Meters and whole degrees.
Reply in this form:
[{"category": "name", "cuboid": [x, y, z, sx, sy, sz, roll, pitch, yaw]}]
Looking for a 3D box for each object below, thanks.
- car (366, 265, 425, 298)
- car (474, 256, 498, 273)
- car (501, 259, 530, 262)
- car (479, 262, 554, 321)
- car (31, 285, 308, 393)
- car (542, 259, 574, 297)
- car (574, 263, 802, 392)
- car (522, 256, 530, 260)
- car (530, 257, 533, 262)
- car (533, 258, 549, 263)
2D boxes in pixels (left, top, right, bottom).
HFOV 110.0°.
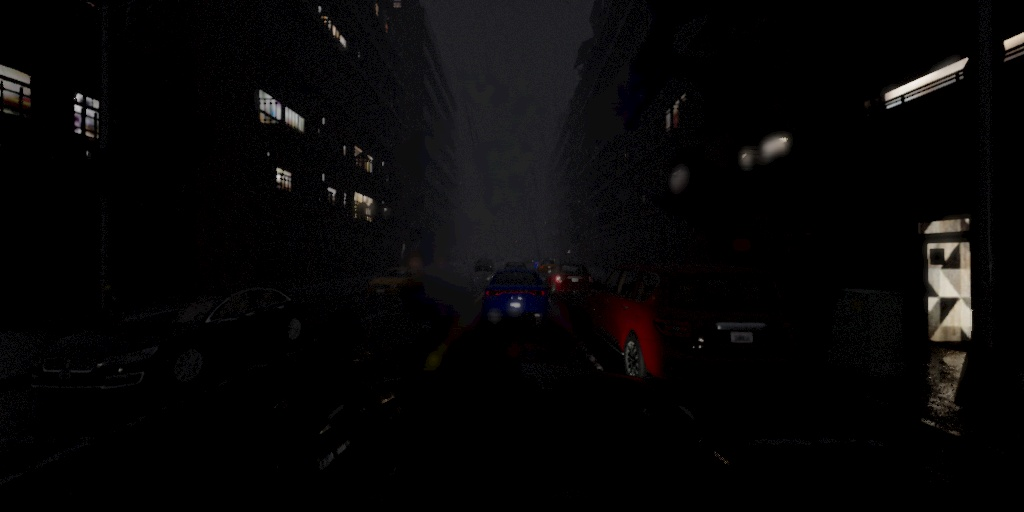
[{"category": "car", "cuboid": [-5.589, 1.162, 17.699, 1.751, 1.417, 4.829, 0, 0, 0]}, {"category": "car", "cuboid": [-2.863, 0.974, 38.023, 1.882, 1.535, 5.008, 0, 0, 0]}, {"category": "car", "cuboid": [0.280, 1.146, 30.921, 1.895, 1.301, 4.718, 0, 0, 0]}, {"category": "car", "cuboid": [0.144, 1.154, 12.144, 1.882, 1.535, 5.008, 0, 1, 1]}, {"category": "car", "cuboid": [-5.660, 1.266, 6.732, 2.007, 1.370, 4.403, 0, 0, 0]}, {"category": "car", "cuboid": [2.793, 1.076, 17.780, 1.967, 1.591, 4.097, 0, 0, 0]}, {"category": "car", "cuboid": [2.720, 1.029, 6.644, 2.192, 1.841, 5.009, 0, 0, 0]}, {"category": "car", "cuboid": [3.094, 0.855, 62.492, 1.751, 1.417, 4.829, 0, 0, 0]}, {"category": "car", "cuboid": [3.396, 0.950, 41.466, 1.882, 1.535, 5.008, 0, 0, 0]}, {"category": "car", "cuboid": [3.362, 0.976, 34.656, 1.801, 1.575, 5.366, 0, 0, 0]}]
